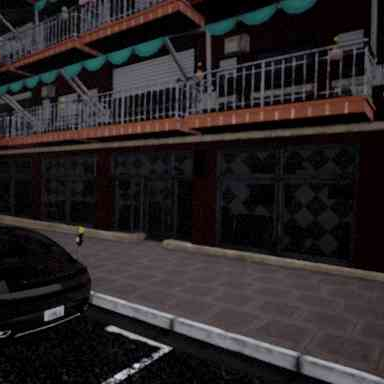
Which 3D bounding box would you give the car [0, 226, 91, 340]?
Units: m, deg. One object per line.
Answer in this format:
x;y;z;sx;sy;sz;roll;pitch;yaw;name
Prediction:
-3.870;1.374;5.976;4.892;1.490;1.837;1;1;35;car
